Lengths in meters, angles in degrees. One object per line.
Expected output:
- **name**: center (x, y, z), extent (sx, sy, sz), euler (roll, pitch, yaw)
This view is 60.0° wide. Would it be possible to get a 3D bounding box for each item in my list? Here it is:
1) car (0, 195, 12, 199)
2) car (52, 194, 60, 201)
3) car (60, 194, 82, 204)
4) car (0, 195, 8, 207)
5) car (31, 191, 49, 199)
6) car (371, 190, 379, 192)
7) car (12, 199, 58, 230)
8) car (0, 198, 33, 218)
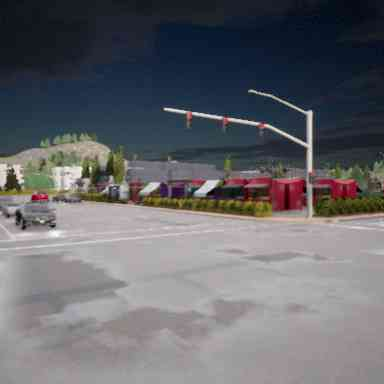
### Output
- **car**: center (-20.414, 1.292, 36.491), extent (1.837, 1.490, 4.892), euler (0, 1, -34)
- **car**: center (-24.573, 1.093, 61.745), extent (1.837, 1.490, 4.892), euler (0, 1, -34)
- **car**: center (-19.383, 1.131, 54.096), extent (2.128, 1.511, 4.902), euler (0, 1, -34)
- **car**: center (-26.071, 1.235, 44.939), extent (1.837, 1.490, 4.892), euler (0, 1, -33)
- **car**: center (-27.100, 0.835, 59.310), extent (2.150, 2.045, 5.566), euler (0, 1, -34)
- **car**: center (34.102, 0.612, 62.089), extent (1.932, 1.855, 4.605), euler (0, 1, -34)
- **car**: center (-9.727, 1.400, 20.626), extent (1.837, 1.490, 4.892), euler (0, 1, -34)
- **car**: center (-14.889, 1.444, 28.288), extent (1.895, 1.301, 4.718), euler (0, 1, -34)
